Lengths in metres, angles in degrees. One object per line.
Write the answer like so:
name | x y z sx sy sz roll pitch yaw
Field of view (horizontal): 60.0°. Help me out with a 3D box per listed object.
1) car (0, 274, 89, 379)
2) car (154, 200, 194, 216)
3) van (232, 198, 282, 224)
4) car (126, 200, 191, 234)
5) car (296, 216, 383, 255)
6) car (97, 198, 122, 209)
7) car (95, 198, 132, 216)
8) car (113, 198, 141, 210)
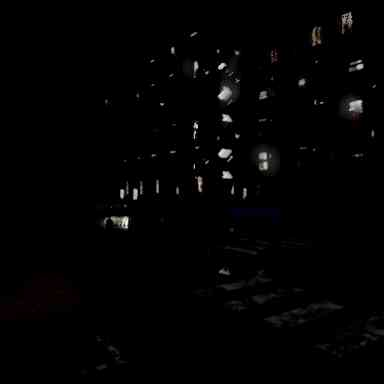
car | -3.756 1.520 3.888 4.829 1.417 1.752 0 -1 -35
car | -1.978 1.560 34.095 1.752 1.417 4.829 0 0 -36
van | 4.765 1.392 24.787 1.690 1.788 3.998 0 0 -36
car | -2.033 1.501 19.886 1.967 1.590 4.097 0 0 -36
car | 6.617 1.627 12.526 2.033 1.411 5.357 0 0 -36
car | -11.841 1.573 47.712 1.887 1.381 4.507 0 0 -36
car | -8.067 1.385 32.799 2.097 1.767 4.553 0 0 -36
car | -8.520 1.573 43.127 1.887 1.381 4.507 0 0 -36
